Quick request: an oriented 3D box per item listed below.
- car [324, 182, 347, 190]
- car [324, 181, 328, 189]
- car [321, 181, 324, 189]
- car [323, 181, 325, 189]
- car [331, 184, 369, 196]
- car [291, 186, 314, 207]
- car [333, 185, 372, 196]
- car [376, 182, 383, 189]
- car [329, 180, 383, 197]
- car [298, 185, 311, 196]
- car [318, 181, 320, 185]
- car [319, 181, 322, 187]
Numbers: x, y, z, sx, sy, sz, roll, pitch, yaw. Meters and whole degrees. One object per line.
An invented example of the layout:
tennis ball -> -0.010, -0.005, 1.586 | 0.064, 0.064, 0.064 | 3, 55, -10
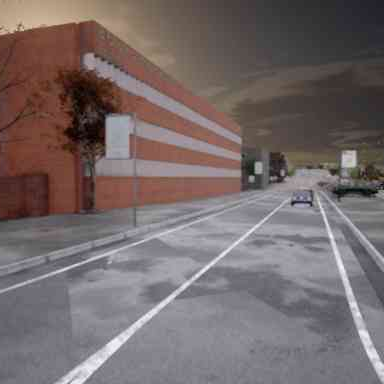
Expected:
car -> 31.702, -1.387, 73.612 | 4.553, 1.767, 2.185 | 1, 2, 19
car -> 27.079, -0.720, 60.278 | 4.792, 1.488, 2.163 | 1, 2, 19
car -> 30.021, -1.056, 68.223 | 5.366, 1.575, 1.946 | 1, 2, 19
car -> 28.930, -0.914, 65.614 | 4.674, 1.452, 2.002 | 1, 2, 19
car -> 23.450, -0.341, 49.580 | 5.008, 1.535, 2.097 | 1, 2, 19
car -> 9.914, 0.482, 29.897 | 2.033, 1.411, 5.357 | 1, 2, 20
car -> 22.538, -0.202, 46.907 | 4.674, 1.452, 2.002 | 1, 2, 19
car -> 47.250, -1.548, 80.439 | 4.553, 1.767, 2.185 | 1, 2, 19
car -> 21.604, -0.394, 44.232 | 5.566, 2.045, 2.435 | 1, 2, 19
car -> 16.870, -0.313, 49.780 | 1.837, 1.490, 4.892 | 1, 3, 19
car -> 33.526, -1.718, 78.953 | 5.566, 2.045, 2.435 | 1, 2, 19
car -> 30.583, -1.166, 71.015 | 5.366, 1.575, 1.946 | 1, 2, 19
